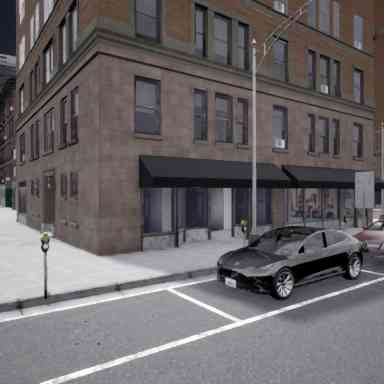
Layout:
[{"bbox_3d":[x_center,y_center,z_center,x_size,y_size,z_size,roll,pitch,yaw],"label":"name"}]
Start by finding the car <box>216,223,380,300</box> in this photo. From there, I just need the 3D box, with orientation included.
[{"bbox_3d":[2.599,1.566,8.382,4.313,1.339,1.947,0,0,-35],"label":"car"}]

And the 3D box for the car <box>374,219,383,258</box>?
[{"bbox_3d":[7.080,1.582,11.573,4.206,1.307,1.802,0,0,-35],"label":"car"}]
